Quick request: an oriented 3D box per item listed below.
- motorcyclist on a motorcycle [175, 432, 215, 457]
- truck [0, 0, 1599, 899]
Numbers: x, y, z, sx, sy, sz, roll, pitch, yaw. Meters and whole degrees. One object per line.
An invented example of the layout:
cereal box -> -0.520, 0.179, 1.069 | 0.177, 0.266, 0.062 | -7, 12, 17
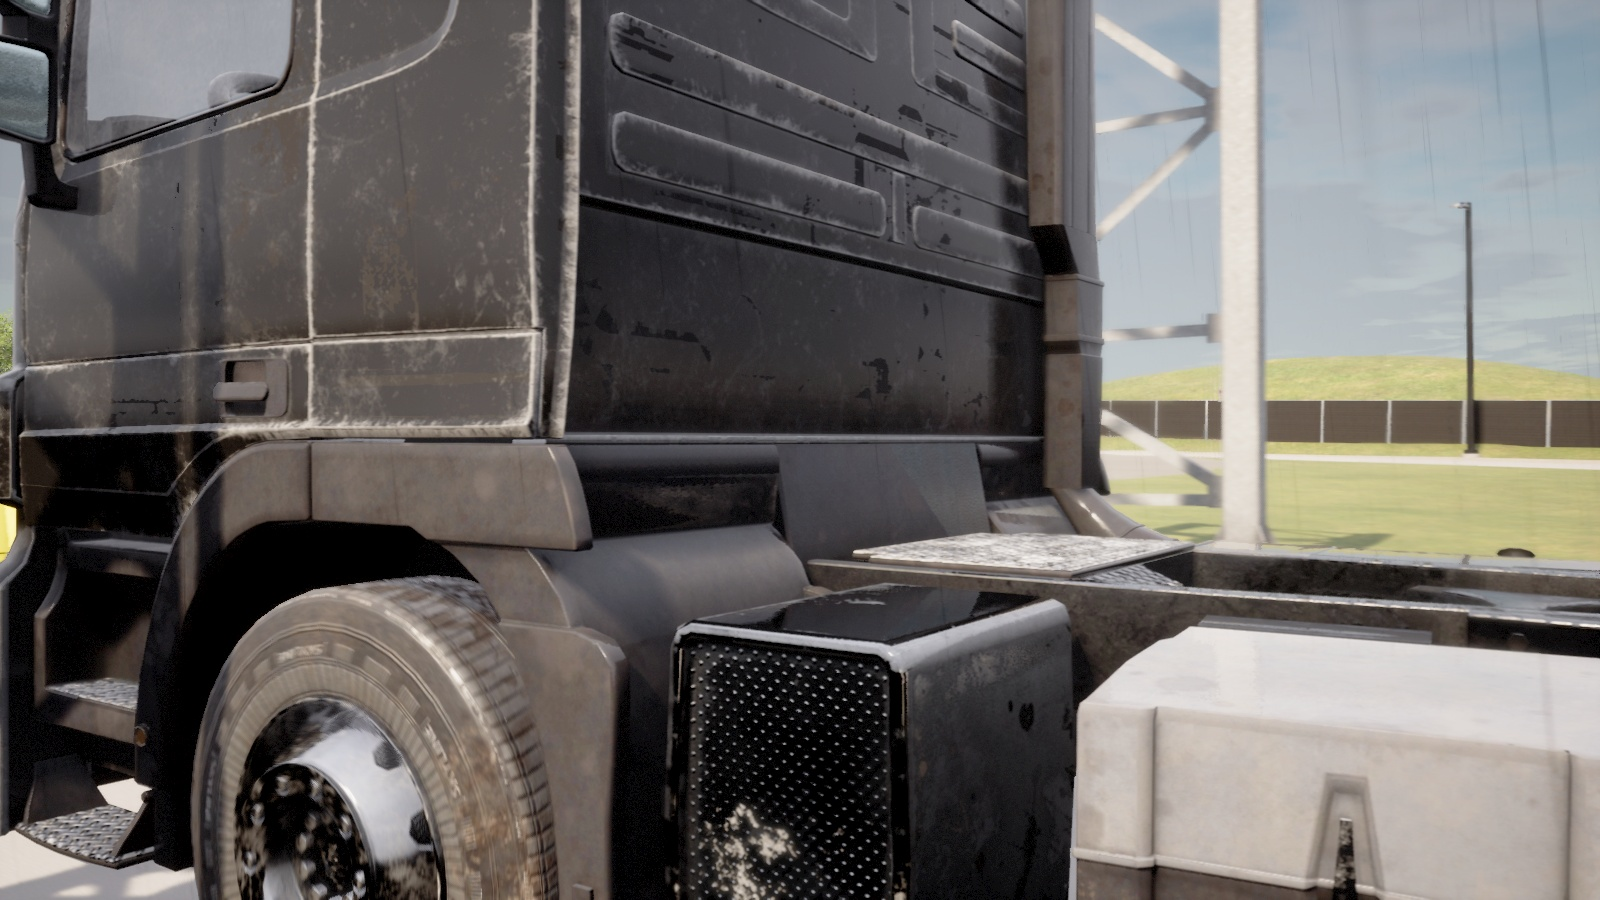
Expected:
motorcyclist on a motorcycle -> -37.869, -0.352, 78.663 | 2.191, 1.530, 0.866 | -2, 1, -23
truck -> 1.674, -0.299, 2.492 | 7.936, 3.462, 2.891 | 0, 1, 34
